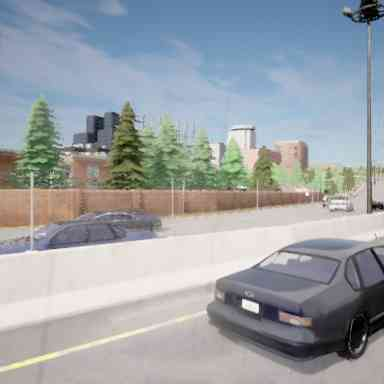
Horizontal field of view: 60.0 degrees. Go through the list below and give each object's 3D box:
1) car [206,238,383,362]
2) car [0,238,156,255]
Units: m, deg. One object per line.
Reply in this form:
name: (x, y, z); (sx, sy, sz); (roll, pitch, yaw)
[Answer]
car: (2.718, 1.570, 6.034); (5.357, 1.411, 2.033); (0, 0, -39)
car: (-3.602, 1.599, 10.181); (5.357, 1.411, 2.033); (0, 0, -38)
